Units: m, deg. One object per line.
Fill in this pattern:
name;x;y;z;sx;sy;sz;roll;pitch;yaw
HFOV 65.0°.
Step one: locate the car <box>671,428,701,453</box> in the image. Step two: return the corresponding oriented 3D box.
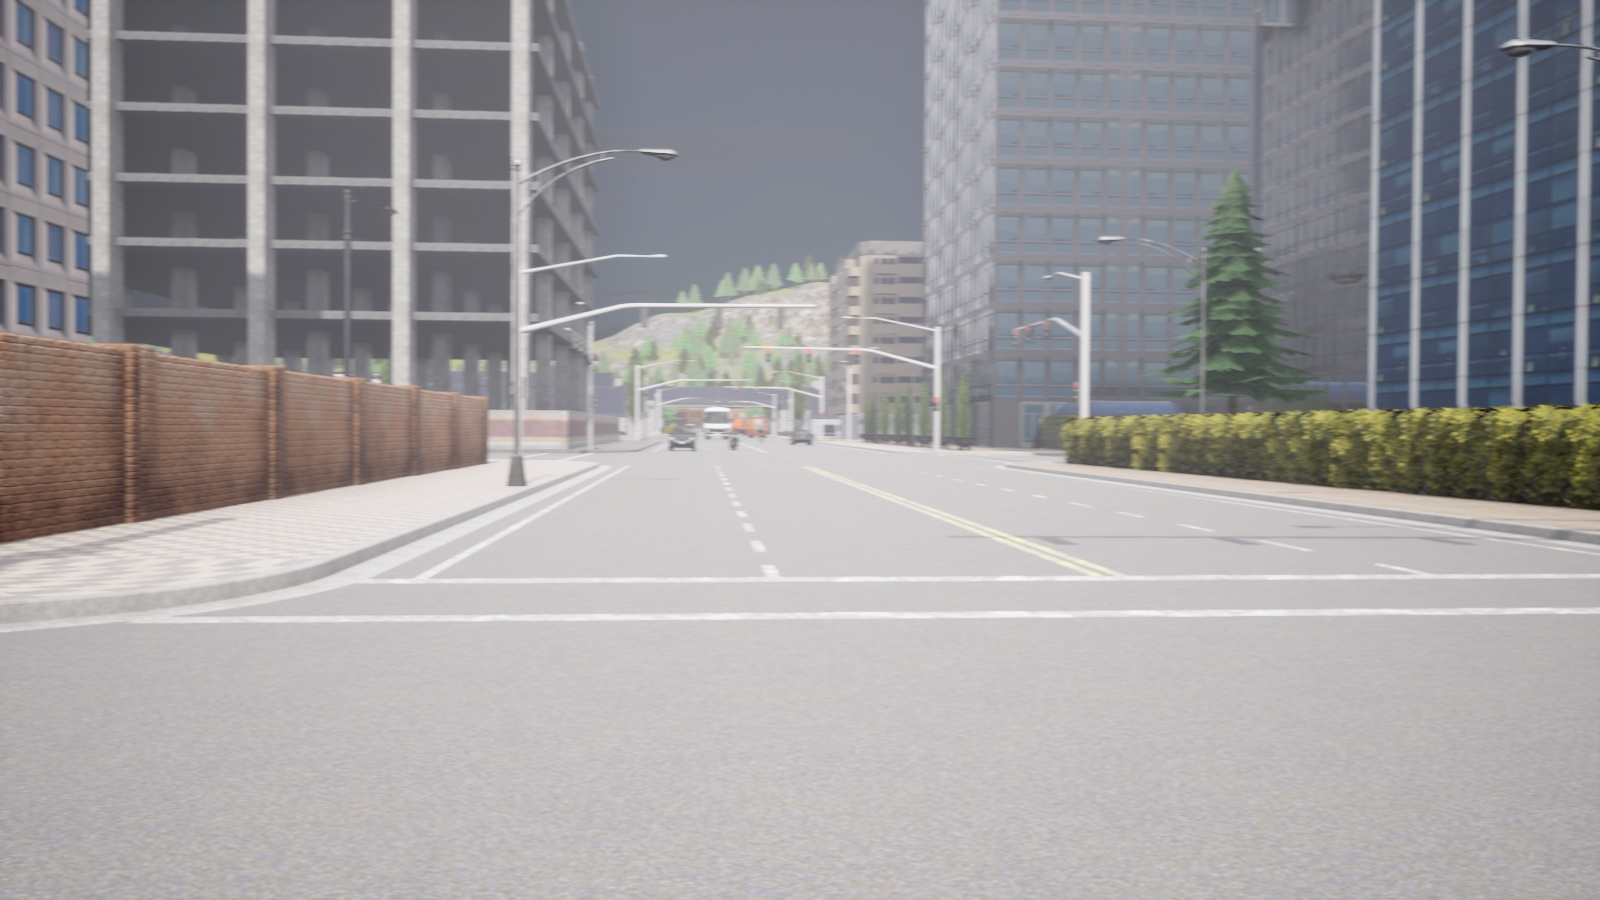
car;-7.429;-0.645;82.163;1.851;1.617;3.988;-1;1;-5
